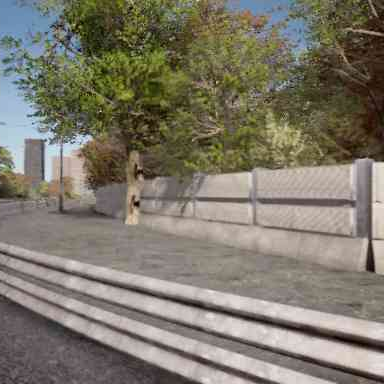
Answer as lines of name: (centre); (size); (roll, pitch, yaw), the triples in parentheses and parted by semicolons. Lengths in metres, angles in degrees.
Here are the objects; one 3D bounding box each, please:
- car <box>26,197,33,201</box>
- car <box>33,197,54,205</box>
car: (-34.214, 1.754, 71.338); (1.837, 1.490, 4.892); (1, -1, -16)
car: (-29.139, 1.819, 65.435); (2.128, 1.511, 4.902); (1, -1, -16)
